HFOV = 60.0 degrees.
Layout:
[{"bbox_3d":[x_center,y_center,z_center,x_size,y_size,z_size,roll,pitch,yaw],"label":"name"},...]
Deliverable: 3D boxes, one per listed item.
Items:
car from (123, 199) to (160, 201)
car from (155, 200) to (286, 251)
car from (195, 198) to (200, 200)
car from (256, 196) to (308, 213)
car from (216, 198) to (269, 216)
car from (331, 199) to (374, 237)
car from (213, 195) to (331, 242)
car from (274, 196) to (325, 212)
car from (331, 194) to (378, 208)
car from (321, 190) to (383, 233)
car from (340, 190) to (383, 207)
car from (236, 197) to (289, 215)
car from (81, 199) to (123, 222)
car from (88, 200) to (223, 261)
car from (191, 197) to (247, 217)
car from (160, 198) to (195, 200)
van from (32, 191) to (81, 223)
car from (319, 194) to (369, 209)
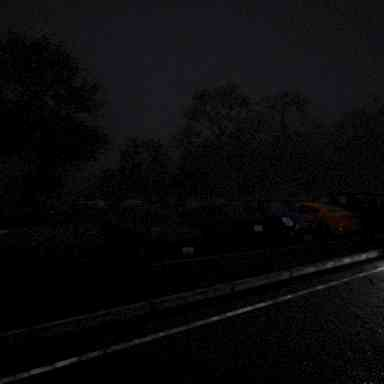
[{"bbox_3d":[-4.575,1.239,24.679,2.002,1.452,4.674,1,-1,-35],"label":"car"},{"bbox_3d":[0.786,1.196,12.499,2.163,1.488,4.792,1,-1,-35],"label":"car"},{"bbox_3d":[-0.006,1.259,28.099,1.946,1.575,5.366,0,0,-35],"label":"car"},{"bbox_3d":[9.143,1.263,34.268,2.097,1.535,5.008,-1,0,-35],"label":"car"},{"bbox_3d":[4.584,1.314,31.049,2.163,1.488,4.792,0,0,-35],"label":"car"},{"bbox_3d":[5.366,1.243,15.661,2.097,1.535,5.008,1,0,-35],"label":"car"},{"bbox_3d":[3.069,1.083,14.099,2.185,1.767,4.553,1,0,-35],"label":"car"},{"bbox_3d":[11.534,1.239,35.941,2.231,1.521,4.892,-1,0,-35],"label":"car"},{"bbox_3d":[20.558,1.058,42.270,2.097,1.535,5.008,-2,1,-35],"label":"car"},{"bbox_3d":[7.637,1.018,17.292,2.435,2.045,5.566,1,0,-35],"label":"car"},{"bbox_3d":[22.825,0.741,43.884,2.435,2.045,5.566,-2,1,-35],"label":"car"},{"bbox_3d":[6.857,1.278,32.669,2.097,1.535,5.008,0,0,-35],"label":"car"},{"bbox_3d":[-6.856,1.197,23.082,2.002,1.452,4.674,1,-1,-35],"label":"car"},{"bbox_3d":[-1.461,1.153,10.855,2.163,1.488,4.792,1,-1,-35],"label":"car"},{"bbox_3d":[2.284,1.276,29.702,1.946,1.575,5.366,1,0,-35],"label":"car"},{"bbox_3d":[-2.204,1.266,26.370,2.163,1.488,4.792,1,0,-35],"label":"car"},{"bbox_3d":[-8.969,0.892,21.446,1.878,1.987,4.442,1,0,-35],"label":"van"},{"bbox_3d":[18.383,1.114,40.515,1.946,1.575,5.366,-1,1,-35],"label":"car"}]
